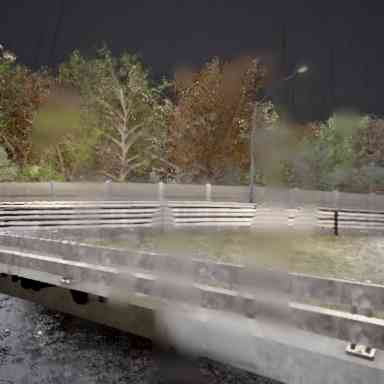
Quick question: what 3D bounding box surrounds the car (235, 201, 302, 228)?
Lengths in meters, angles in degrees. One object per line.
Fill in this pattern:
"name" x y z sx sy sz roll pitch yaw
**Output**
"car" 5.373 1.439 23.450 4.553 1.767 2.097 4 -1 -15
